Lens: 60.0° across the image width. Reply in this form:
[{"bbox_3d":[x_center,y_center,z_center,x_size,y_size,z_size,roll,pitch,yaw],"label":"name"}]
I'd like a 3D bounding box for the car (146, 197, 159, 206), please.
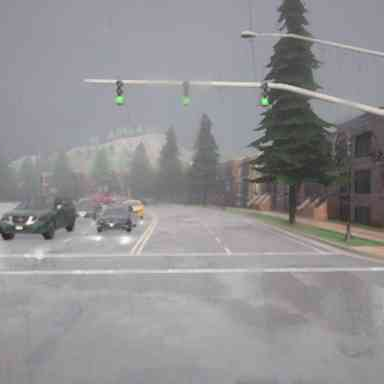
[{"bbox_3d":[-7.344,1.546,53.684,2.033,1.411,5.357,0,0,-37],"label":"car"}]

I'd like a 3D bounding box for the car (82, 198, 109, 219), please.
[{"bbox_3d":[-8.497,1.485,27.320,2.128,1.511,4.902,0,0,-7],"label":"car"}]

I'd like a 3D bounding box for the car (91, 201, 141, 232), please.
[{"bbox_3d":[-4.405,1.503,20.009,1.837,1.490,4.892,0,0,-4],"label":"car"}]

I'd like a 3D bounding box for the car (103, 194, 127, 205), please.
[{"bbox_3d":[-14.235,1.345,61.344,4.553,1.767,2.097,0,0,40],"label":"car"}]

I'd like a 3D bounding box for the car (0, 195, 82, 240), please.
[{"bbox_3d":[-7.738,1.216,17.353,2.150,2.045,5.566,0,0,-3],"label":"car"}]

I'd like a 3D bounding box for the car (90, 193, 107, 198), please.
[{"bbox_3d":[-16.981,1.210,59.097,5.566,2.045,2.150,0,0,40],"label":"car"}]

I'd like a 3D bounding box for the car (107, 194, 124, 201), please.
[{"bbox_3d":[-8.952,1.348,42.198,2.097,1.767,4.553,0,0,-26],"label":"car"}]

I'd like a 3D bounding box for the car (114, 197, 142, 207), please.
[{"bbox_3d":[-9.898,1.543,51.234,2.033,1.411,5.357,0,0,-37],"label":"car"}]

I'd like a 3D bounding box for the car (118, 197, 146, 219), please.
[{"bbox_3d":[-5.229,1.476,29.367,1.882,1.535,5.008,0,0,-8],"label":"car"}]

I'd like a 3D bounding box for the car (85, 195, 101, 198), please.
[{"bbox_3d":[-14.170,1.516,44.644,1.812,1.442,4.674,0,0,-32],"label":"car"}]
